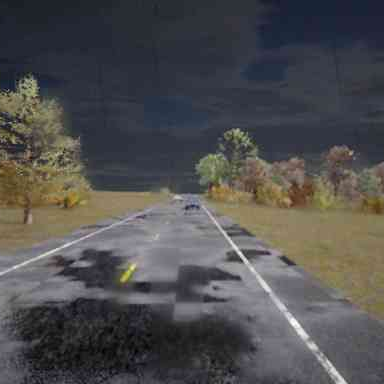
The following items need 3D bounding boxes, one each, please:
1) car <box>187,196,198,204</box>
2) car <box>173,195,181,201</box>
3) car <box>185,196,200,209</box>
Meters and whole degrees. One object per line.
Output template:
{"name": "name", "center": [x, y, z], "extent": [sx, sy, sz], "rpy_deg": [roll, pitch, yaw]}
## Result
{"name": "car", "center": [0.077, 1.497, 63.872], "extent": [2.033, 1.411, 5.357], "rpy_deg": [0, 0, 0]}
{"name": "car", "center": [-3.529, 1.465, 80.355], "extent": [1.812, 1.442, 4.674], "rpy_deg": [0, 0, 0]}
{"name": "car", "center": [0.085, 1.511, 44.495], "extent": [2.033, 1.411, 5.357], "rpy_deg": [0, 0, 0]}
